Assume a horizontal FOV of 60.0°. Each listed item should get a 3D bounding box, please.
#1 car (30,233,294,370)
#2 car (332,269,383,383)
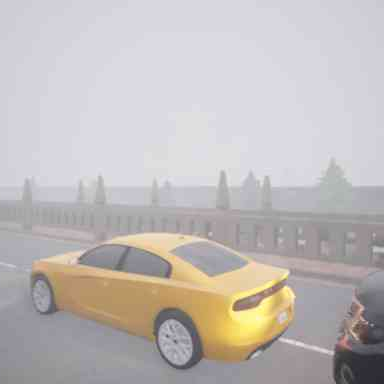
[{"bbox_3d":[-0.841,1.453,5.760,5.008,1.535,1.882,0,0,36],"label":"car"},{"bbox_3d":[4.020,1.238,2.290,5.566,2.045,2.150,0,0,36],"label":"car"}]
